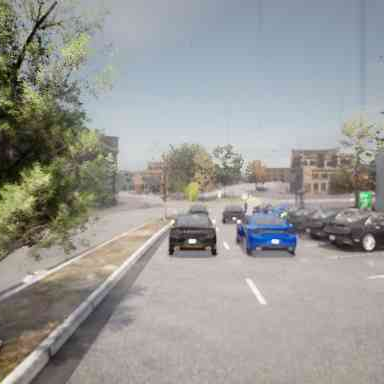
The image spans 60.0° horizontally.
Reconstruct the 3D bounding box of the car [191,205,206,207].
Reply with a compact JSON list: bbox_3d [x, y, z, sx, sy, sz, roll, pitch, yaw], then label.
[{"bbox_3d":[0.599,1.920,29.412,1.837,1.490,4.892,0,-1,4],"label":"car"}]

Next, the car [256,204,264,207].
[{"bbox_3d":[8.644,1.920,29.316,5.008,1.535,2.097,1,-1,-16],"label":"car"}]

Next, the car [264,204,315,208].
[{"bbox_3d":[8.519,1.743,26.377,4.553,1.767,2.185,1,-1,-17],"label":"car"}]

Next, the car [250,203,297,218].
[{"bbox_3d":[9.335,2.119,38.162,4.792,1.488,2.163,1,-1,-15],"label":"car"}]

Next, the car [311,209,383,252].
[{"bbox_3d":[8.099,1.670,14.557,4.892,1.521,2.231,1,-1,-19],"label":"car"}]

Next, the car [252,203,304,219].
[{"bbox_3d":[9.051,2.032,35.210,4.892,1.521,2.231,1,-1,-15],"label":"car"}]

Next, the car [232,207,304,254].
[{"bbox_3d":[3.060,1.662,14.484,1.882,1.535,5.008,0,-1,1],"label":"car"}]

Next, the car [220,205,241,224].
[{"bbox_3d":[3.595,1.929,29.245,1.837,1.490,4.892,0,-1,4],"label":"car"}]

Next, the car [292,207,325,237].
[{"bbox_3d":[8.154,1.717,17.516,4.892,1.521,2.231,1,-1,-18],"label":"car"}]

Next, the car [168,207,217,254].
[{"bbox_3d":[0.060,1.660,14.520,1.882,1.535,5.008,0,-1,1],"label":"car"}]

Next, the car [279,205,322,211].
[{"bbox_3d":[8.235,1.766,20.470,4.892,1.521,2.231,1,-1,-18],"label":"car"}]
